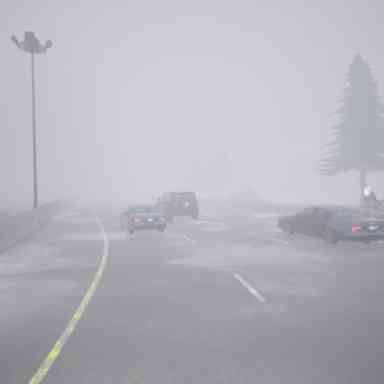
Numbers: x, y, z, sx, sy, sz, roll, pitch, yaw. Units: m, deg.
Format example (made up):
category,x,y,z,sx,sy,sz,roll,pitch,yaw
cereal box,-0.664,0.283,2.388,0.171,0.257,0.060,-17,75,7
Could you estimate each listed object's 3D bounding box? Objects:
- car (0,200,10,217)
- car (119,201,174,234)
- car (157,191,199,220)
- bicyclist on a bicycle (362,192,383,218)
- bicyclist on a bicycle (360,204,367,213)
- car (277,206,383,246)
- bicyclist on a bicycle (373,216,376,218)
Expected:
category,x,y,z,sx,sy,sz,roll,pitch,yaw
car,-18.009,1.502,30.348,1.812,1.442,4.674,-1,1,-17
car,-2.829,1.392,18.353,2.033,1.411,5.357,-1,1,-19
car,-1.221,0.969,24.748,2.150,2.045,5.566,-1,1,-18
bicyclist on a bicycle,11.613,0.558,21.331,1.656,1.620,0.582,17,-48,-42
bicyclist on a bicycle,11.968,0.790,22.132,1.656,1.620,0.582,24,-11,-14
car,5.649,1.293,14.034,2.033,1.411,5.357,-1,1,-15
bicyclist on a bicycle,12.353,0.862,21.002,1.656,1.620,0.582,19,-6,-25
